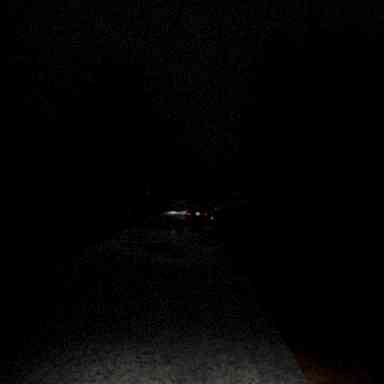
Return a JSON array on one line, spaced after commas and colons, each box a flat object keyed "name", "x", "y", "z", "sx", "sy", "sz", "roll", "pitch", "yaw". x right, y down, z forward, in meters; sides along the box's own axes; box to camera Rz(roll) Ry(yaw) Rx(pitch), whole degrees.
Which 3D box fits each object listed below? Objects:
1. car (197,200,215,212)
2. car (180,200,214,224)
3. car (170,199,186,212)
[{"name": "car", "x": 1.827, "y": 1.683, "z": 41.820, "sx": 1.895, "sy": 1.301, "sz": 4.718, "roll": 0, "pitch": -1, "yaw": 6}, {"name": "car", "x": 0.479, "y": 1.510, "z": 24.535, "sx": 2.033, "sy": 1.411, "sz": 5.357, "roll": 0, "pitch": 0, "yaw": 2}, {"name": "car", "x": -1.301, "y": 1.576, "z": 40.279, "sx": 1.812, "sy": 1.442, "sz": 4.674, "roll": 0, "pitch": -1, "yaw": 6}]
